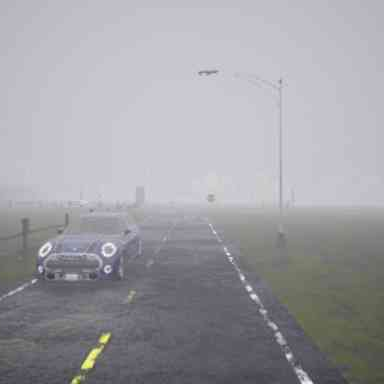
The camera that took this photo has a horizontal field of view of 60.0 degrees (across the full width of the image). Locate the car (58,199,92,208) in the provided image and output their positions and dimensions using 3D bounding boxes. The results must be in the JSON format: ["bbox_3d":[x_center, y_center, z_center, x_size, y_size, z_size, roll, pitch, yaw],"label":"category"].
[{"bbox_3d":[-16.661,1.789,47.297,4.674,1.442,1.812,1,-1,0],"label":"car"}]

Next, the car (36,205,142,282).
[{"bbox_3d":[-2.849,1.441,10.132,2.097,1.767,4.553,0,0,0],"label":"car"}]
